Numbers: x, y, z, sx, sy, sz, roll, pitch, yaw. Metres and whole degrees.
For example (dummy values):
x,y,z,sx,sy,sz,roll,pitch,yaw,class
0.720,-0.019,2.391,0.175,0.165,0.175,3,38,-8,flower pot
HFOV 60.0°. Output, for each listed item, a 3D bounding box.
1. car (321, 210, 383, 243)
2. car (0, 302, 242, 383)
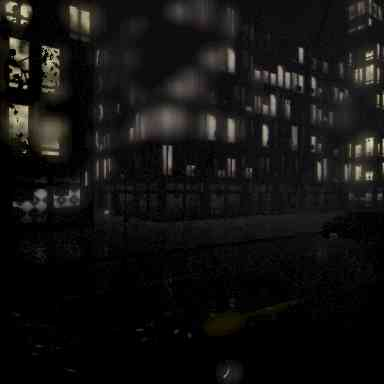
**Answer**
x,y,z,sx,sy,sz,roll,pitch,yaw,class
8.141,1.563,16.226,4.313,1.339,1.947,0,0,-35,car
-1.706,1.525,2.217,4.674,1.442,1.812,0,0,-35,car
